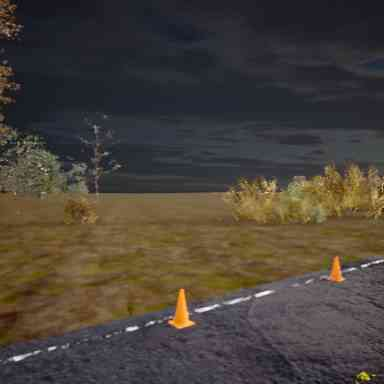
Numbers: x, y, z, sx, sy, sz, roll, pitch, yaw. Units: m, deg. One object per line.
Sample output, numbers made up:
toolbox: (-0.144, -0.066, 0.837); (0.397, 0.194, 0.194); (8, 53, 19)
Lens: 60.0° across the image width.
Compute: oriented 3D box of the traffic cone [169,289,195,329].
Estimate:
traffic cone: (-0.173, 1.972, 5.732); (0.340, 0.580, 0.340); (0, 0, -36)

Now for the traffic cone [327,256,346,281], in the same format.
traffic cone: (3.783, 1.984, 8.706); (0.340, 0.580, 0.340); (0, 0, -37)
